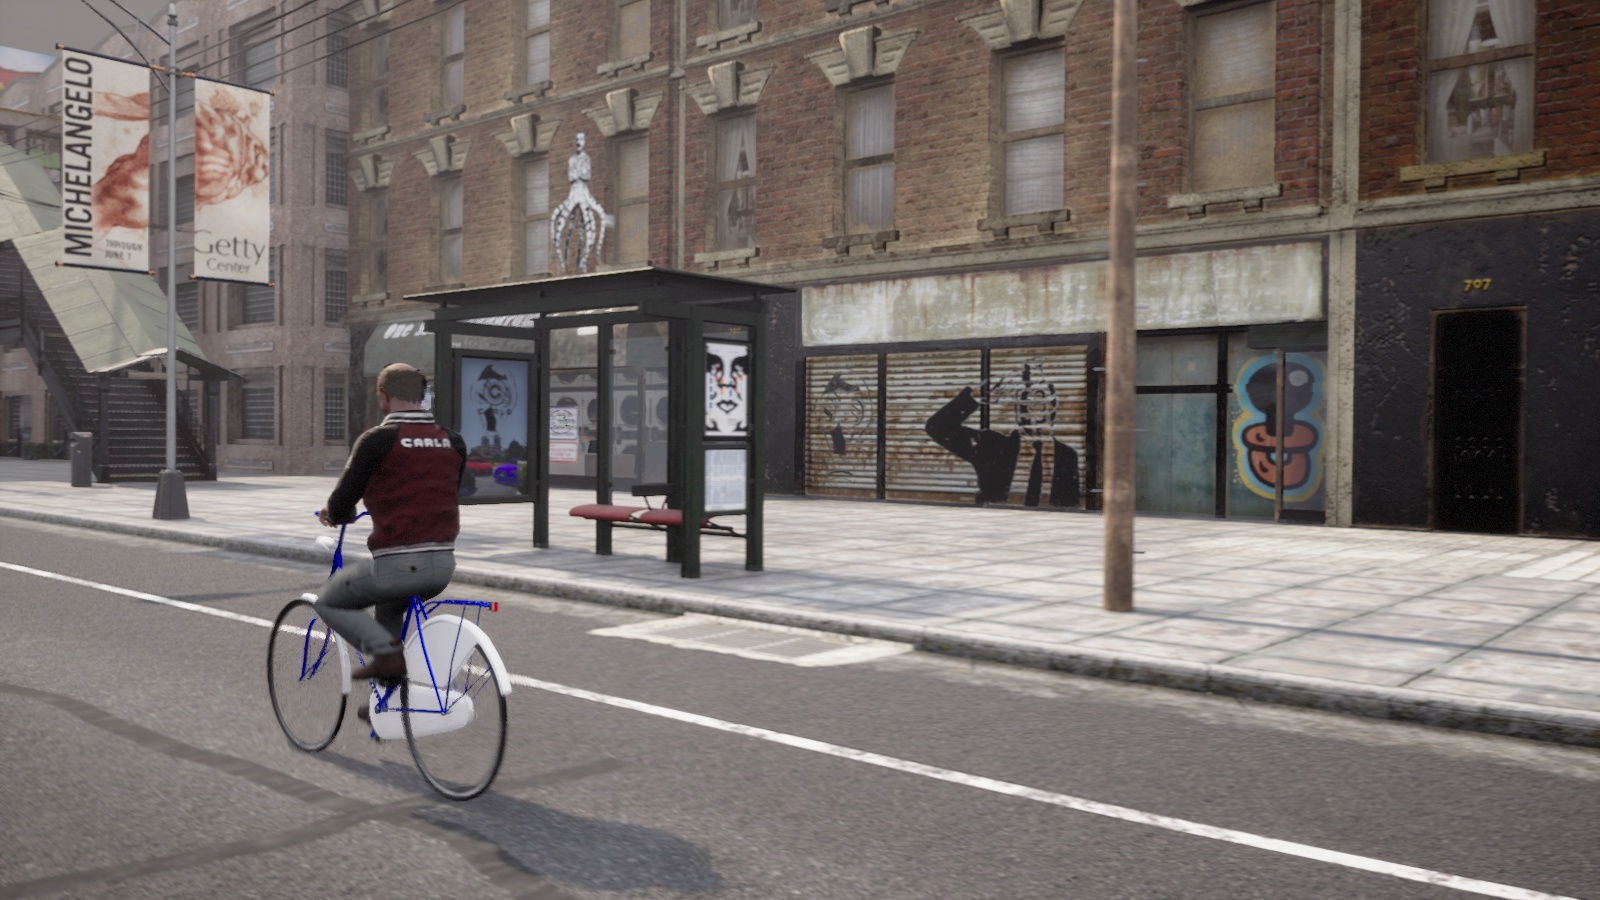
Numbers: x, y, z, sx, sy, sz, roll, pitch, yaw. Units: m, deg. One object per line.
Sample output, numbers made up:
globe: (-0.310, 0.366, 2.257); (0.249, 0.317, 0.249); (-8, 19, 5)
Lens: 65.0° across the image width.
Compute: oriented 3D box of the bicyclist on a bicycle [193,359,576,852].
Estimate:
bicyclist on a bicycle: (-1.821, 0.550, 5.355); (1.843, 1.776, 0.659); (0, 1, 40)
